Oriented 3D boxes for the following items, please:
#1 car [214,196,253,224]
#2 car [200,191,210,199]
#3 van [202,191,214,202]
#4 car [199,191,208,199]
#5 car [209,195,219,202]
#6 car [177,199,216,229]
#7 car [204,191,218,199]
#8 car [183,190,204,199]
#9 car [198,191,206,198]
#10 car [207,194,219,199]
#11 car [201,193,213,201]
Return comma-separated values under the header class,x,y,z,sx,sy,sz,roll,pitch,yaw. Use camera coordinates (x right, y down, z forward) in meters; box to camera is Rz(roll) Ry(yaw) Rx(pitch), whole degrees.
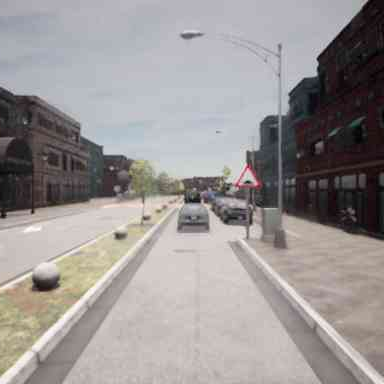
class,x,y,z,sx,sy,sz,roll,pitch,yaw
car,2.982,1.305,23.057,2.231,1.521,4.892,0,0,0
car,2.948,0.747,78.245,2.185,1.767,4.553,0,0,0
van,2.959,0.738,61.829,1.878,1.987,4.442,0,0,0
car,2.944,0.725,83.765,2.185,1.767,4.553,0,0,0
car,2.979,1.256,28.704,2.231,1.521,4.892,0,0,0
car,0.081,1.395,20.081,2.033,1.411,5.357,0,0,0
car,2.966,0.800,50.699,2.435,2.045,5.566,0,1,0
car,0.078,0.712,43.002,2.150,2.045,5.566,0,2,0
car,2.937,0.687,94.935,2.185,1.767,4.553,0,0,0
car,2.975,1.234,34.262,2.163,1.488,4.792,0,1,0
car,2.956,0.930,67.229,2.231,1.521,4.892,0,0,0
